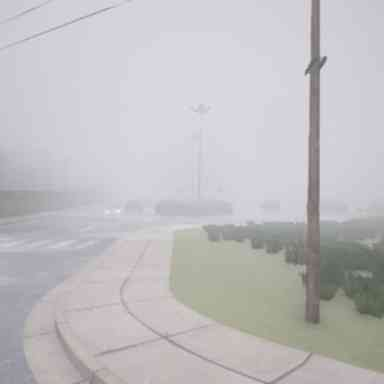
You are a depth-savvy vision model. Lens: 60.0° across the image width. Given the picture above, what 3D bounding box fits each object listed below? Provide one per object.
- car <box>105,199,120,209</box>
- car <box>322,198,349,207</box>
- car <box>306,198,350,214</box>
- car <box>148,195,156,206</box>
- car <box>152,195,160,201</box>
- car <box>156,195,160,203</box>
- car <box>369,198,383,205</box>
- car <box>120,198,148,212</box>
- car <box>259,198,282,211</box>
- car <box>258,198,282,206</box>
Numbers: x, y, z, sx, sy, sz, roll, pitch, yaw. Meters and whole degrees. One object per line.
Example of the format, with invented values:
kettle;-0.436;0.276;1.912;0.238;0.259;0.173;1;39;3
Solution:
car;-10.775;1.598;46.610;1.895;1.301;4.718;1;0;-2
car;27.103;1.957;62.807;4.193;1.474;1.816;1;0;-3
car;15.663;1.594;38.510;4.605;1.855;1.932;1;0;-3
car;-7.491;1.611;54.627;1.994;1.385;4.181;1;0;-2
car;-8.773;1.501;81.571;1.812;1.442;4.674;1;0;-3
car;-8.307;1.595;71.221;2.033;1.411;5.357;1;0;-3
car;28.370;1.757;49.372;3.866;1.878;1.905;1;0;-3
car;-6.884;1.522;39.935;2.128;1.511;4.902;1;0;-2
car;10.367;1.738;44.619;1.837;1.490;4.892;1;0;-3
car;14.317;1.824;60.950;3.905;1.438;1.784;1;0;-3
